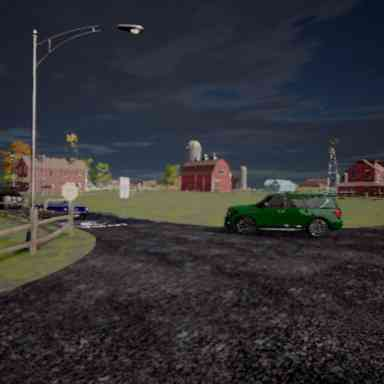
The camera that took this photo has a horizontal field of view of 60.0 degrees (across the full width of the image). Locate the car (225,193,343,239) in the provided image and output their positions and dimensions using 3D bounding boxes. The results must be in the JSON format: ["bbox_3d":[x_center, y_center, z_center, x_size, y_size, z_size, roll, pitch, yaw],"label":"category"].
[{"bbox_3d":[4.410,1.075,16.417,5.566,2.045,2.150,1,1,10],"label":"car"}]

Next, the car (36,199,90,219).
[{"bbox_3d":[-8.852,1.138,22.680,1.895,1.301,4.718,1,0,-45],"label":"car"}]

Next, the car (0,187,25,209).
[{"bbox_3d":[-17.850,0.512,31.918,2.150,2.045,5.566,1,0,-44],"label":"car"}]
